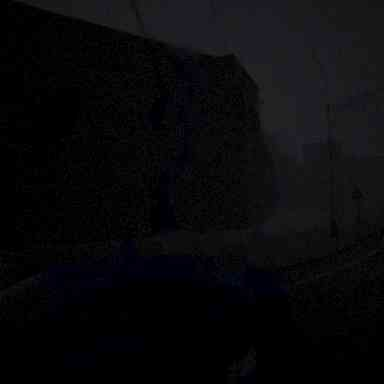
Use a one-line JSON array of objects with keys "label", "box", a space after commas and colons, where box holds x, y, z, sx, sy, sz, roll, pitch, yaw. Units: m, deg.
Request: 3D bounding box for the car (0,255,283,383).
[{"label": "car", "box": [-1.133, 1.512, 3.477, 5.008, 1.535, 1.882, 1, -1, -38]}]
